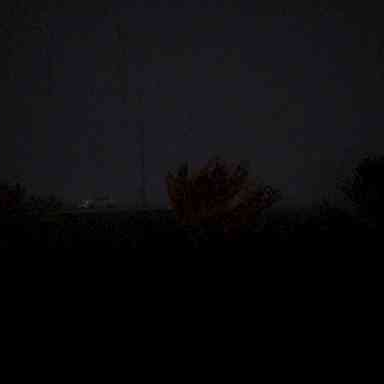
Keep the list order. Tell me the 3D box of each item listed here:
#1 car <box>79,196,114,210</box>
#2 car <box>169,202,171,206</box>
[{"bbox_3d":[-14.330,1.639,50.367,2.150,2.045,5.566,-1,-1,36],"label":"car"},{"bbox_3d":[-2.273,1.885,66.925,2.150,2.045,5.566,-1,-1,36],"label":"car"}]
